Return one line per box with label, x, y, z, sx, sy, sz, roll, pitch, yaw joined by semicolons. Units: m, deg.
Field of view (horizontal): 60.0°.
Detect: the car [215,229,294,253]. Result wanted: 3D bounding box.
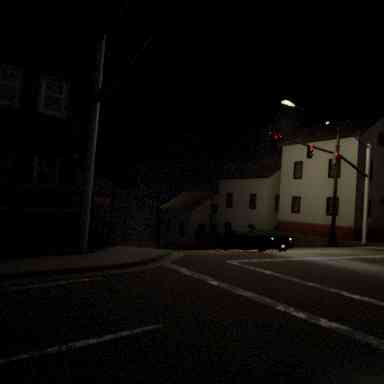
car;3.520;2.817;19.305;1.895;1.301;4.718;6;-11;-35
